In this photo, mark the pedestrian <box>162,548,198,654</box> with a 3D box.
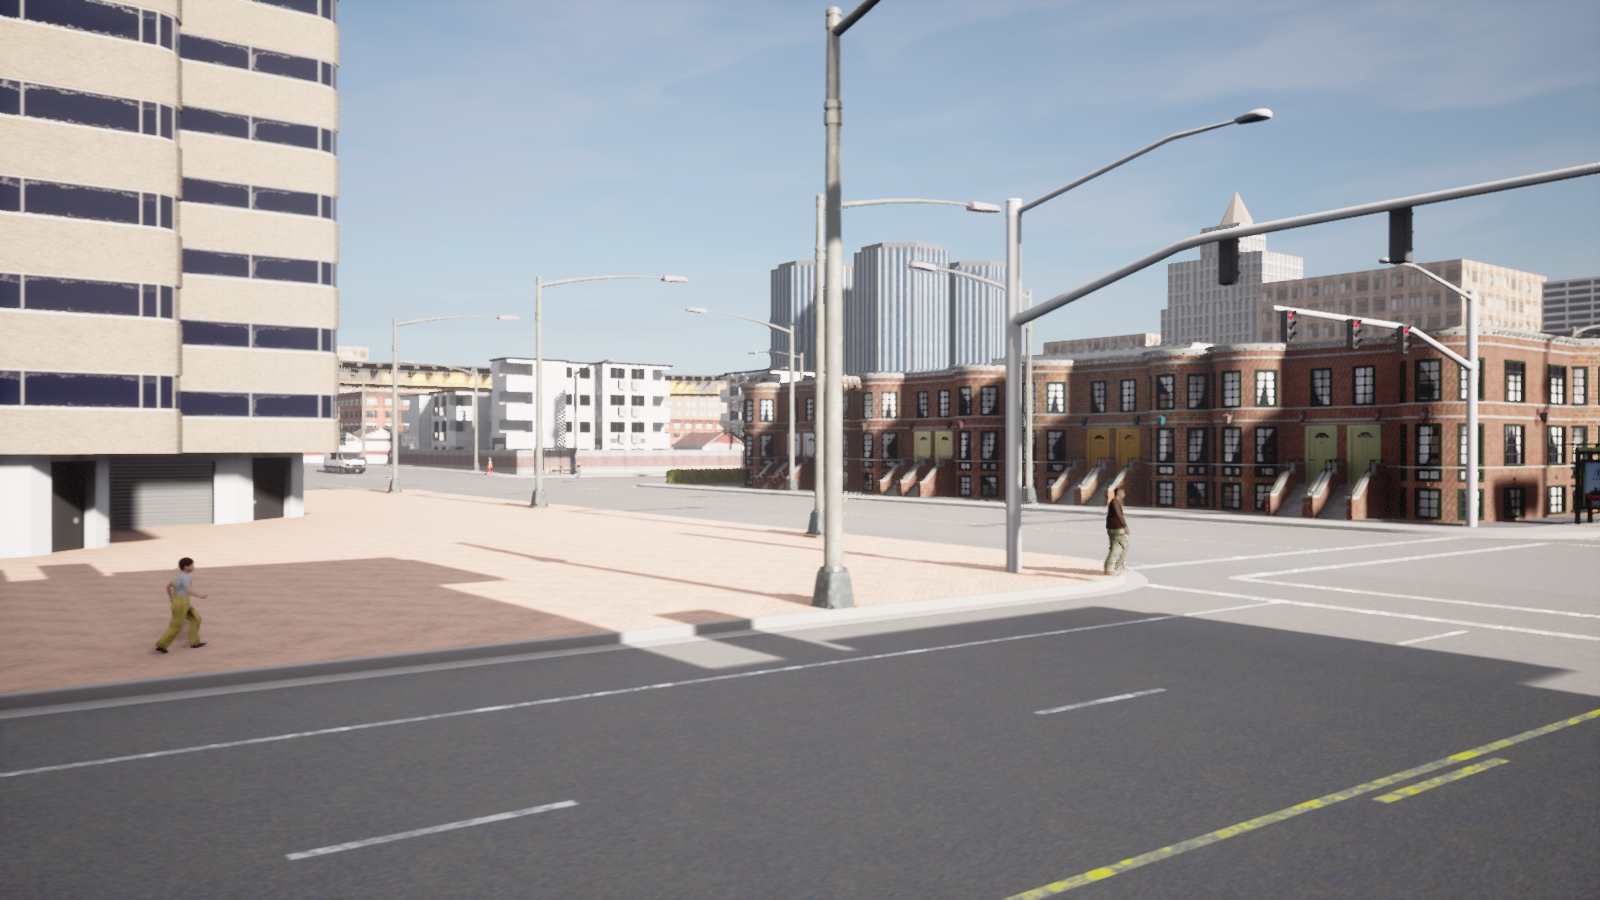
[{"bbox_3d":[-8.008,1.934,14.748,0.375,1.300,0.375,0,0,-34],"label":"pedestrian"}]

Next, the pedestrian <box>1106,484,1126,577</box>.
[{"bbox_3d":[6.469,1.642,23.379,0.375,1.860,0.375,0,0,16],"label":"pedestrian"}]
